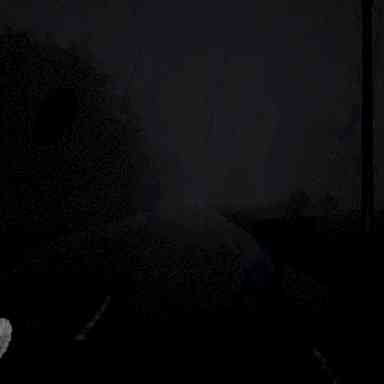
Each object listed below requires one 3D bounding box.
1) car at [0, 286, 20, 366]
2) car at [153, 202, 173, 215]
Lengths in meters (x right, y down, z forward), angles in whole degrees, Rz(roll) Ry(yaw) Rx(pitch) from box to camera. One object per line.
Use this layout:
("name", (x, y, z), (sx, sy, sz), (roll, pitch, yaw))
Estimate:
("car", (-3.400, 1.527, 2.873), (1.837, 1.490, 4.892), (0, 0, 0))
("car", (-3.223, 1.792, 37.060), (1.812, 1.442, 4.674), (0, 0, 1))
